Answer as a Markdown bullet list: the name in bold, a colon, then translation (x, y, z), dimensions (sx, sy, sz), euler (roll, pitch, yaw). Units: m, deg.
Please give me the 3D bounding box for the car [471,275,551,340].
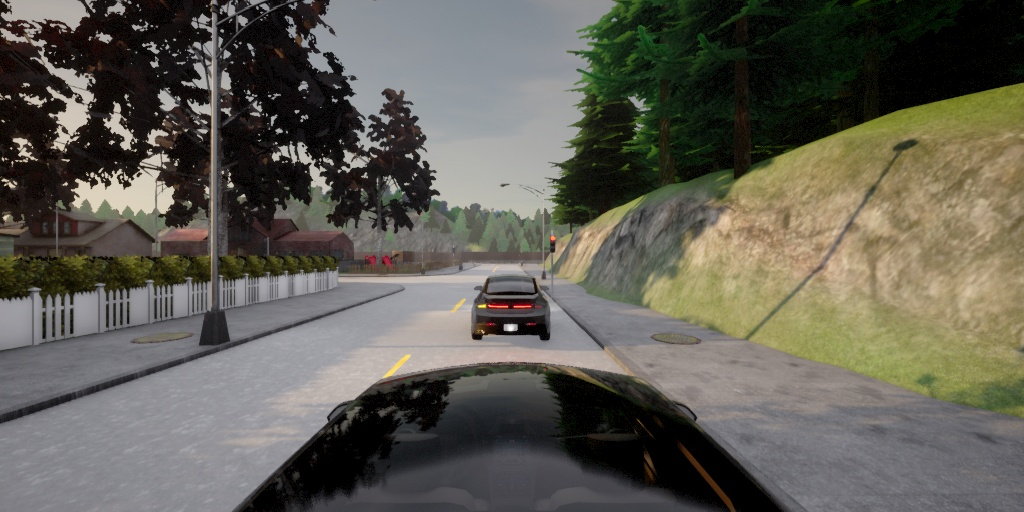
- **car**: translation (-0.019, 1.255, 9.947), dimensions (1.837, 1.490, 4.892), euler (0, 0, 0)
